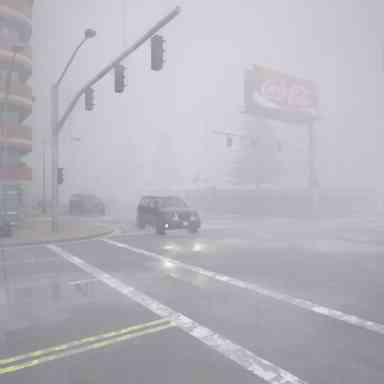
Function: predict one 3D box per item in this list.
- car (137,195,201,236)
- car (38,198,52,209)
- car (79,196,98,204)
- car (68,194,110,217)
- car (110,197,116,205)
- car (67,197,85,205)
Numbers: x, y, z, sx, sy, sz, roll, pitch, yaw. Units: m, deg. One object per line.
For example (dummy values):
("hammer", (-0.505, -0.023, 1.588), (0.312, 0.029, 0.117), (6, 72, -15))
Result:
("car", (-1.505, 1.222, 18.977), (2.150, 2.045, 5.566), (0, 0, -26))
("car", (-19.778, 1.564, 45.474), (1.994, 1.385, 4.181), (0, 0, -35))
("car", (-19.974, 1.478, 64.040), (1.882, 1.535, 5.008), (0, 0, -36))
("car", (-10.228, 1.223, 32.161), (2.150, 2.045, 5.566), (0, 0, -36))
("car", (-14.487, 1.505, 56.410), (1.837, 1.490, 4.892), (0, 0, -36))
("car", (-20.557, 1.564, 58.857), (1.994, 1.385, 4.181), (0, 0, -36))
